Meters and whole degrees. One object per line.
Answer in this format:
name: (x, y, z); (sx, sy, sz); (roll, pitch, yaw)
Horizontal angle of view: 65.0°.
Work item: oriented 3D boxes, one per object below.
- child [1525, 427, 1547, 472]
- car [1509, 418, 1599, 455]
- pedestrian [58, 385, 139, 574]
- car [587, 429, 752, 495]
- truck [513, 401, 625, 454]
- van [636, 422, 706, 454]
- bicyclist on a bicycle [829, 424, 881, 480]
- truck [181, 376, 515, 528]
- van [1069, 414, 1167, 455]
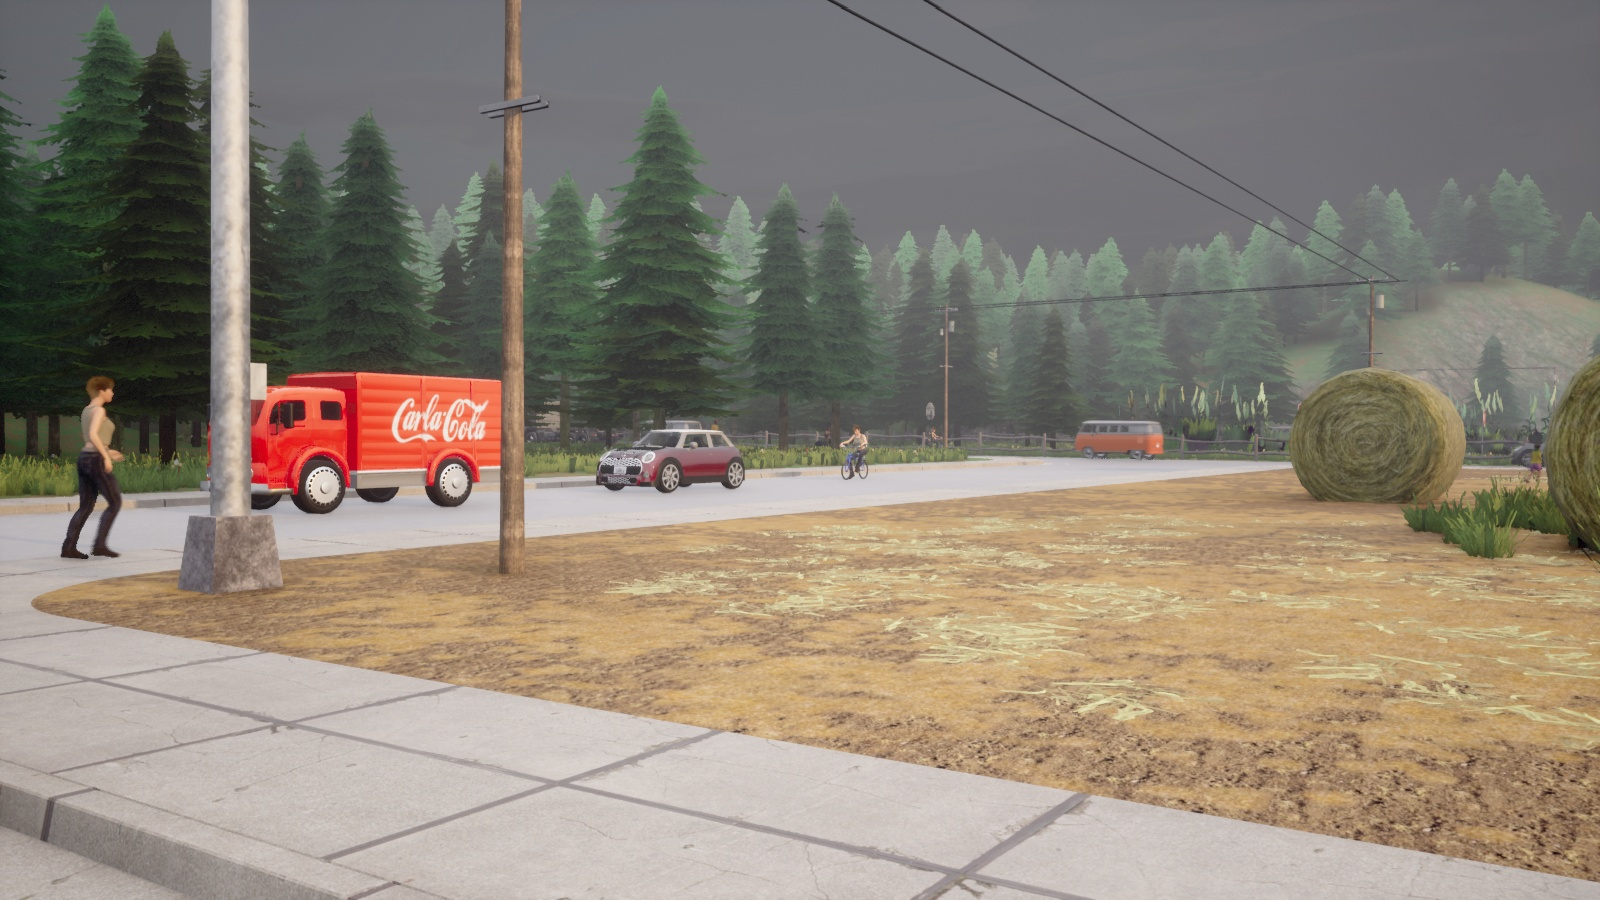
child: (18.967, -0.013, 32.363); (0.473, 1.160, 0.299); (-1, 1, -30)
car: (31.420, -0.564, 51.534); (3.806, 1.475, 1.970); (0, 1, 38)
pedestrian: (-6.991, 0.279, 12.526); (0.345, 1.836, 0.594); (0, 1, 41)
car: (-3.096, 0.248, 30.457); (1.970, 1.475, 3.806); (0, 1, 35)
truck: (-16.087, -1.525, 87.023); (7.936, 3.462, 2.891); (0, 1, 36)
van: (-8.392, -0.790, 81.490); (4.442, 1.987, 1.775); (0, 1, 36)
bicyclist on a bicycle: (1.640, 0.045, 37.323); (0.866, 1.612, 1.509); (0, 1, 34)
truck: (-8.141, -0.019, 23.156); (2.627, 2.467, 5.204); (0, 1, 35)
van: (16.012, -0.786, 63.317); (4.442, 1.987, 1.775); (0, 1, 37)
